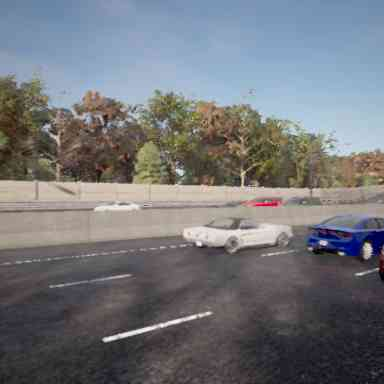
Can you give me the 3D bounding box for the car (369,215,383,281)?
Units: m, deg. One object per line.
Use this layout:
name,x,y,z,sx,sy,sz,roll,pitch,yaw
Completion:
car,6.897,1.443,8.675,4.553,1.767,2.097,1,0,-36

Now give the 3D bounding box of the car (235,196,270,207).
car,7.594,1.461,35.214,5.566,2.045,2.150,1,0,-35

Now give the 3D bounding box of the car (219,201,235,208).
car,5.195,1.739,37.796,4.892,1.490,1.837,1,0,-35

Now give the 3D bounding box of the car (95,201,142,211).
car,-7.278,1.637,33.200,4.674,1.442,1.812,1,0,-35

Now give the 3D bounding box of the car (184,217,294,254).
car,2.083,1.682,13.838,4.718,1.301,1.895,1,0,-36

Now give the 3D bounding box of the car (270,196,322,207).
car,10.731,1.476,33.150,5.566,2.045,2.150,1,-1,-35

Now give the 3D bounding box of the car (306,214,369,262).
car,6.446,1.585,12.649,5.008,1.535,1.882,1,0,-36
